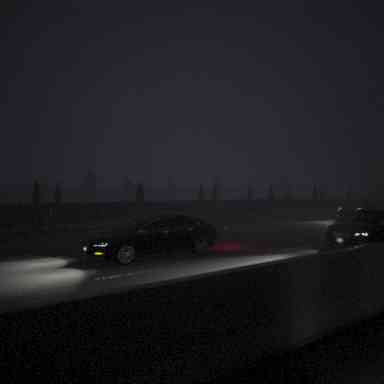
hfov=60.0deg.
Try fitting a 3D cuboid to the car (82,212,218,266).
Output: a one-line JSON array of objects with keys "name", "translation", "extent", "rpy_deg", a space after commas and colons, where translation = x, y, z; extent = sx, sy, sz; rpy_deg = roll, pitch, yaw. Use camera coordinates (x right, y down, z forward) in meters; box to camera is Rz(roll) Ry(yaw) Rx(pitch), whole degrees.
[{"name": "car", "translation": [-1.312, 1.504, 11.653], "extent": [4.892, 1.490, 1.837], "rpy_deg": [0, 0, -36]}]

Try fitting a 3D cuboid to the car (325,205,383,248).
[{"name": "car", "translation": [7.382, 1.490, 13.555], "extent": [4.902, 1.511, 2.128], "rpy_deg": [0, 0, -35]}]

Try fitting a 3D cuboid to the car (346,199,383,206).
[{"name": "car", "translation": [13.556, 1.349, 26.551], "extent": [4.553, 1.767, 2.097], "rpy_deg": [0, 0, -35]}]
